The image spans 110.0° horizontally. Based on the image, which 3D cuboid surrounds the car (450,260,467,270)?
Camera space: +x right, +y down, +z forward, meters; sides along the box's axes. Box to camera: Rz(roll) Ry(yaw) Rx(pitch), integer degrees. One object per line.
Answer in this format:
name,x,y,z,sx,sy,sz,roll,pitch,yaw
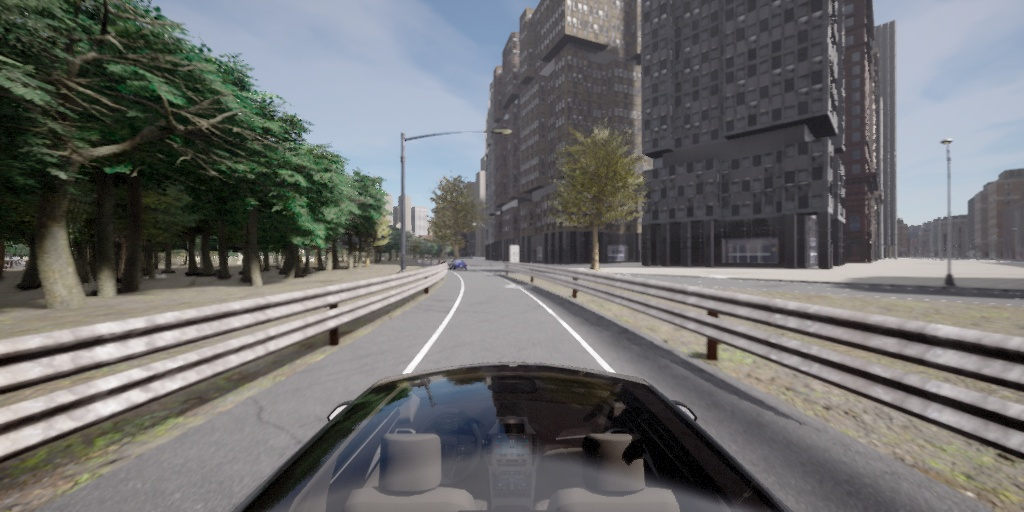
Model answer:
car,-7.762,1.240,51.922,1.812,1.442,4.674,0,0,-19
